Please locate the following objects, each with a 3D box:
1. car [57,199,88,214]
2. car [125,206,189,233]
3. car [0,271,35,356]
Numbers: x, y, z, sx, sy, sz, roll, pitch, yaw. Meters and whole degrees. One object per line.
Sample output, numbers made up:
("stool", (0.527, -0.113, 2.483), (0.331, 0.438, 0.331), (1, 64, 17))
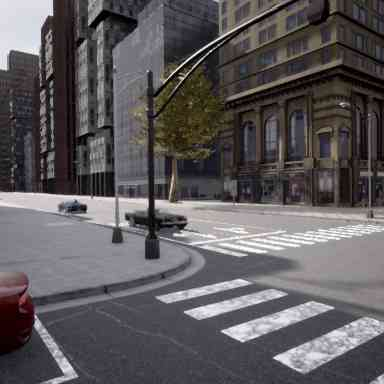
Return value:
("car", (-12.007, 1.401, 33.282), (1.895, 1.301, 4.718), (-1, 1, -36))
("car", (-2.194, 1.537, 19.773), (1.895, 1.301, 4.718), (-1, 1, -36))
("car", (-4.209, 1.545, 3.634), (4.507, 1.381, 1.887), (0, -1, -36))
